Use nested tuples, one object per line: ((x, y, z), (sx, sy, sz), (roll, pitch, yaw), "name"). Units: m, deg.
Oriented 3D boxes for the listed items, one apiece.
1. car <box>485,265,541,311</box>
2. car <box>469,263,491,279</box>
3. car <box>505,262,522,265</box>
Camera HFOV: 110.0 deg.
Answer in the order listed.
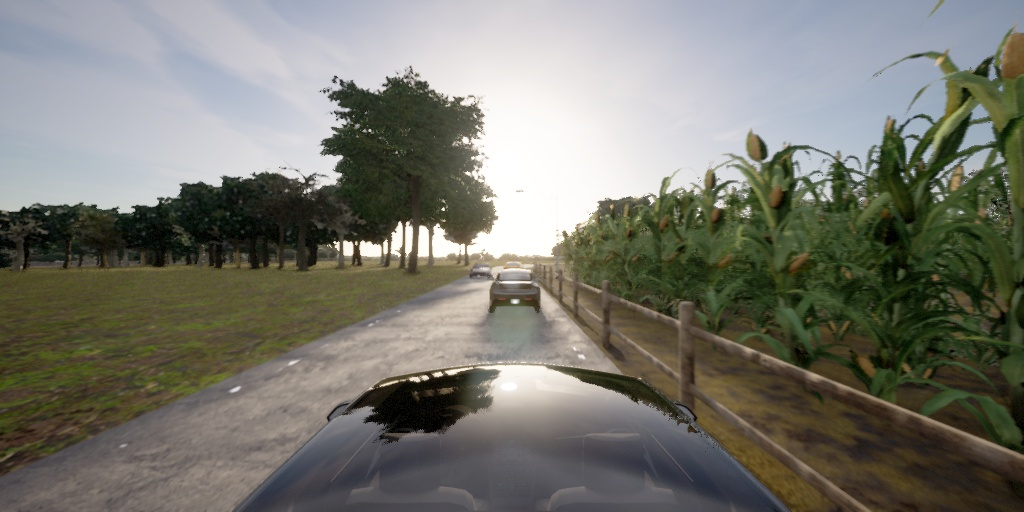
((0.110, 1.267, 14.376), (1.837, 1.490, 4.892), (0, 0, 0), "car")
((-2.789, 1.337, 33.146), (2.033, 1.411, 5.357), (0, 0, 0), "car")
((0.125, 1.266, 32.676), (1.882, 1.535, 5.008), (0, 0, 0), "car")
